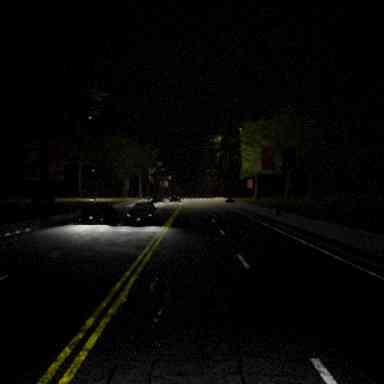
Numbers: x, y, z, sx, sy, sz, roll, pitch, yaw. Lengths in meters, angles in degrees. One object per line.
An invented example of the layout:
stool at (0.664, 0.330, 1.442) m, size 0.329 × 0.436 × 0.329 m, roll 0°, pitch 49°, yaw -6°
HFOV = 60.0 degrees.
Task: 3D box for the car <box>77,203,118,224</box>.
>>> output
car at (-6.584, 1.472, 23.635) m, size 1.994 × 1.385 × 4.181 m, roll 0°, pitch 0°, yaw 0°

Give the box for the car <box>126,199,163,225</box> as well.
car at (-3.334, 1.435, 23.070) m, size 1.812 × 1.442 × 4.674 m, roll 0°, pitch 0°, yaw 0°

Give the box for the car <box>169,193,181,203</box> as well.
car at (-3.235, 1.134, 63.436) m, size 2.097 × 1.767 × 4.553 m, roll 0°, pitch 0°, yaw 1°

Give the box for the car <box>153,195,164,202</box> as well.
car at (-6.482, 1.276, 64.193) m, size 2.128 × 1.511 × 4.902 m, roll 0°, pitch 0°, yaw 1°
